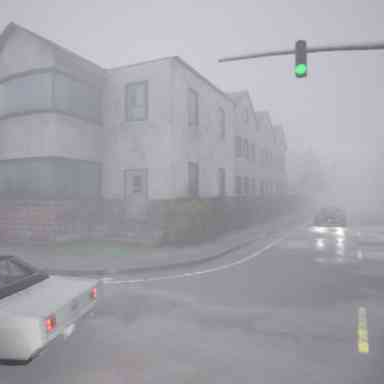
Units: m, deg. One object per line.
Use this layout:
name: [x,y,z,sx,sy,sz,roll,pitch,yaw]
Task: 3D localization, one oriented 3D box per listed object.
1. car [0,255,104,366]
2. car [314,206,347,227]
car: [-3.909,1.659,4.985,4.718,1.301,1.895,0,0,8]
car: [9.995,1.694,23.887,1.994,1.385,4.181,0,0,26]
